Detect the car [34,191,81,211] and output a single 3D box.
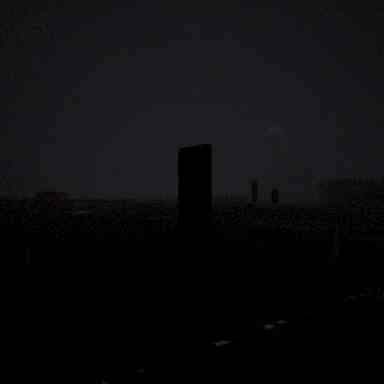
[{"bbox_3d":[-14.218,0.910,34.997,5.566,2.045,2.150,1,0,29],"label":"car"}]
